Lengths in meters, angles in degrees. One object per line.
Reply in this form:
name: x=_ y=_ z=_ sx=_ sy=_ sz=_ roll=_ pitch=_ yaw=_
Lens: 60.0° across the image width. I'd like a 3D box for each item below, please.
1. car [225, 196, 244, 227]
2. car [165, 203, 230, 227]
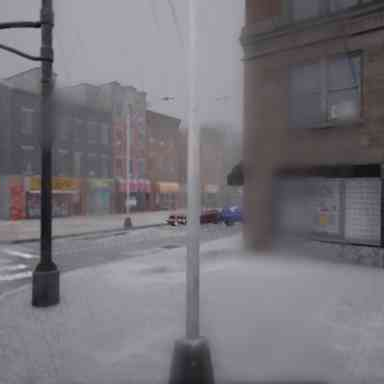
car: x=4.098 y=1.268 z=22.344 sx=2.150 sy=2.045 sz=5.566 roll=1 pitch=0 yaw=36
car: x=0.343 y=1.619 z=22.078 sx=1.895 sy=1.301 sz=4.718 roll=0 pitch=0 yaw=35
